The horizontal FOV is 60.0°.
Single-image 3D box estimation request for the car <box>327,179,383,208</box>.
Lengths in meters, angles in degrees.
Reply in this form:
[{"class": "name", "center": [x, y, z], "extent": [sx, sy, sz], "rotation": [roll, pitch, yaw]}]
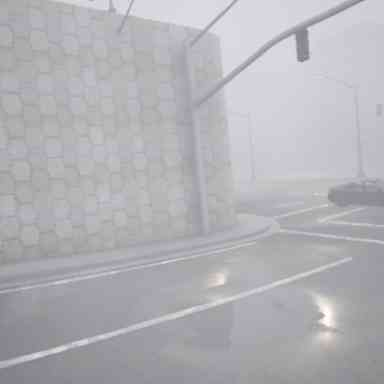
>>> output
[{"class": "car", "center": [9.670, 0.115, 17.667], "extent": [2.128, 1.511, 4.902], "rotation": [-9, 6, -35]}]
